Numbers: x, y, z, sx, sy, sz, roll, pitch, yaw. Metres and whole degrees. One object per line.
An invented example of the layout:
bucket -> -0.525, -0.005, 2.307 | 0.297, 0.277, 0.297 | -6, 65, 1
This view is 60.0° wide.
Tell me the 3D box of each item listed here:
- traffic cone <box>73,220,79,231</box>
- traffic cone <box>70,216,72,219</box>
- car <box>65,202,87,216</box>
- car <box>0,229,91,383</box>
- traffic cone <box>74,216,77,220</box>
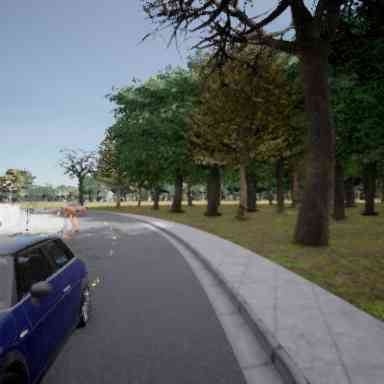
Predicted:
traffic cone -> -7.950, 2.366, 22.630 | 0.340, 0.580, 0.340 | 0, -1, -16
traffic cone -> -11.202, 2.540, 31.792 | 0.340, 0.580, 0.340 | 0, -1, -23
car -> -15.520, 2.180, 44.386 | 2.097, 1.767, 4.553 | 0, -1, -32
car -> -2.725, 1.433, 4.122 | 2.097, 1.767, 4.553 | 0, -1, -5
traffic cone -> -9.450, 2.453, 27.255 | 0.340, 0.580, 0.340 | 0, -1, -20
